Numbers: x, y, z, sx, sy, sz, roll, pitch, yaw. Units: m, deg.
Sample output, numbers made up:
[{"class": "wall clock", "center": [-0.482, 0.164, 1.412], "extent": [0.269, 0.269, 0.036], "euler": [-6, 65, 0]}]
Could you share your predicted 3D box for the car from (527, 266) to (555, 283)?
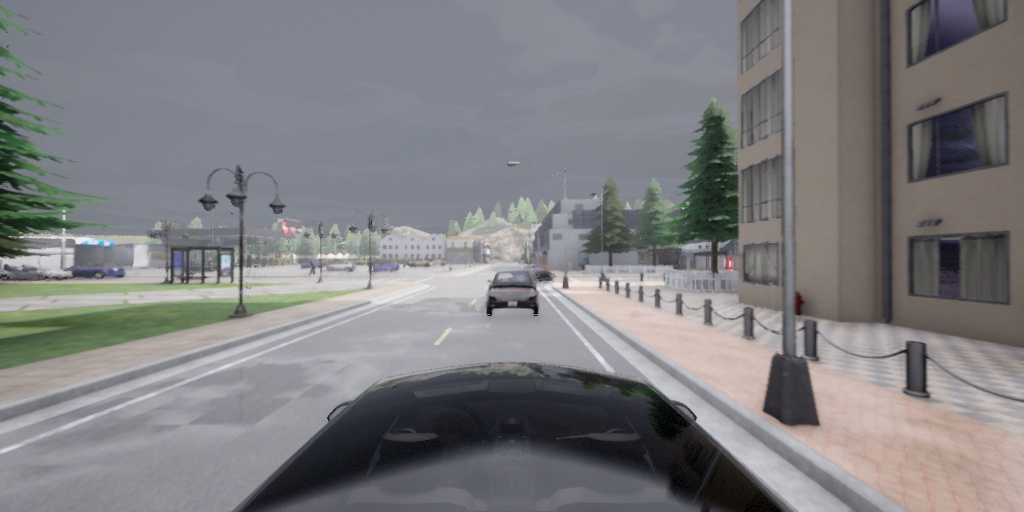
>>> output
[{"class": "car", "center": [1.835, 1.518, 28.935], "extent": [1.994, 1.385, 4.181], "euler": [-1, -1, 32]}]

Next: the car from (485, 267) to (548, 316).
[{"class": "car", "center": [0.036, 1.331, 13.851], "extent": [2.128, 1.511, 4.902], "euler": [0, 0, 1]}]

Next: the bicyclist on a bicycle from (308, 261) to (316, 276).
[{"class": "bicyclist on a bicycle", "center": [-21.899, 1.340, 39.259], "extent": [0.582, 1.620, 1.656], "euler": [0, 0, -1]}]

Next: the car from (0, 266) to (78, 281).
[{"class": "car", "center": [-42.033, 1.582, 31.630], "extent": [4.718, 1.301, 1.895], "euler": [0, 0, 0]}]

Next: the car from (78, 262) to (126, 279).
[{"class": "car", "center": [-41.029, 1.359, 35.183], "extent": [4.553, 1.767, 2.097], "euler": [0, 0, -1]}]
